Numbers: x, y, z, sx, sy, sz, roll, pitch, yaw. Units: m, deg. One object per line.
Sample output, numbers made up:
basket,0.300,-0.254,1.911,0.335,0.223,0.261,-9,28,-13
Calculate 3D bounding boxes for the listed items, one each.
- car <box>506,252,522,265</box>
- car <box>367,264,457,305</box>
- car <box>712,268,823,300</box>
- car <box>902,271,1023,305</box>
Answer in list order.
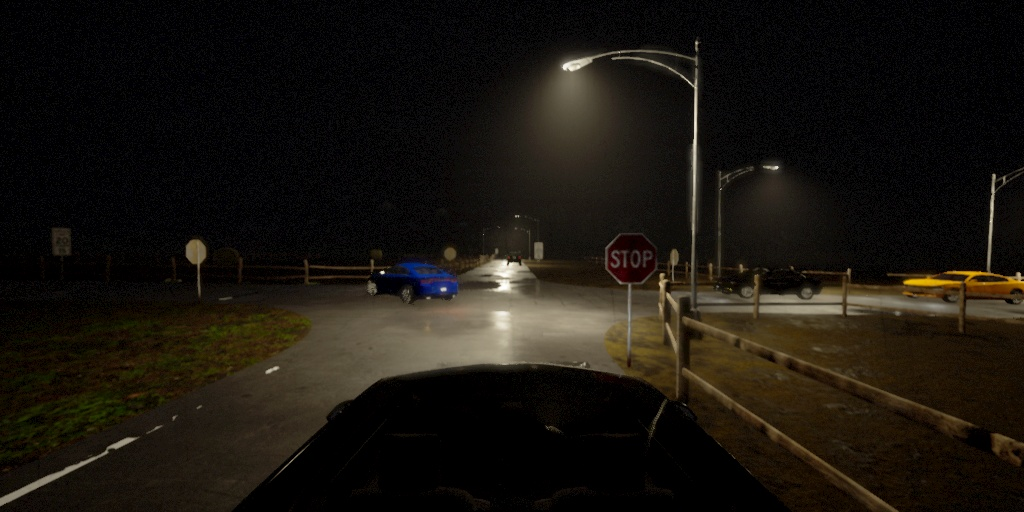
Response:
car,0.328,0.386,56.156,2.150,2.045,5.566,0,1,1
car,-4.365,1.059,15.356,5.008,1.535,1.882,2,0,45
car,12.890,1.344,18.248,4.892,1.490,1.837,1,1,1
car,22.943,1.532,18.233,5.008,1.535,1.882,1,1,0
